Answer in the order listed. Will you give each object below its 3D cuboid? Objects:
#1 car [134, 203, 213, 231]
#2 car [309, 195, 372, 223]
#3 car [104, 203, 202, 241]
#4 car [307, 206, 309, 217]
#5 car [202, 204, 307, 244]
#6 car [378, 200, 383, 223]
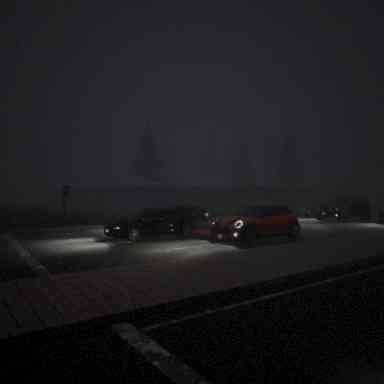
[{"bbox_3d":[-1.101,1.533,21.583,4.892,1.490,1.837,-1,0,-35],"label":"car"},{"bbox_3d":[12.209,1.294,26.701,5.566,2.045,2.150,1,0,-35],"label":"car"},{"bbox_3d":[-1.940,1.524,16.696,4.892,1.490,1.837,-1,0,-35],"label":"car"},{"bbox_3d":[12.395,1.583,31.128,4.892,1.490,1.837,1,0,-35],"label":"car"},{"bbox_3d":[3.070,1.383,15.951,4.553,1.767,2.097,0,0,-35],"label":"car"},{"bbox_3d":[15.890,1.582,25.010,4.892,1.490,1.837,1,0,-35],"label":"car"}]
